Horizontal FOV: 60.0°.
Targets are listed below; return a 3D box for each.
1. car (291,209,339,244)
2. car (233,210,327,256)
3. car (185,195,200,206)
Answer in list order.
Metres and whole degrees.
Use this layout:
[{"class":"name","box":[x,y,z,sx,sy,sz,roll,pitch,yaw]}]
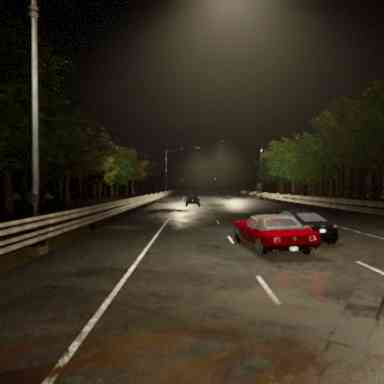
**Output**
[{"class":"car","box":[4.628,1.473,15.079,1.994,1.385,4.181,0,1,-15]},{"class":"car","box":[3.021,1.531,13.012,1.895,1.301,4.718,-2,1,-8]},{"class":"car","box":[0.105,1.023,41.973,2.033,1.411,5.357,0,1,0]}]
